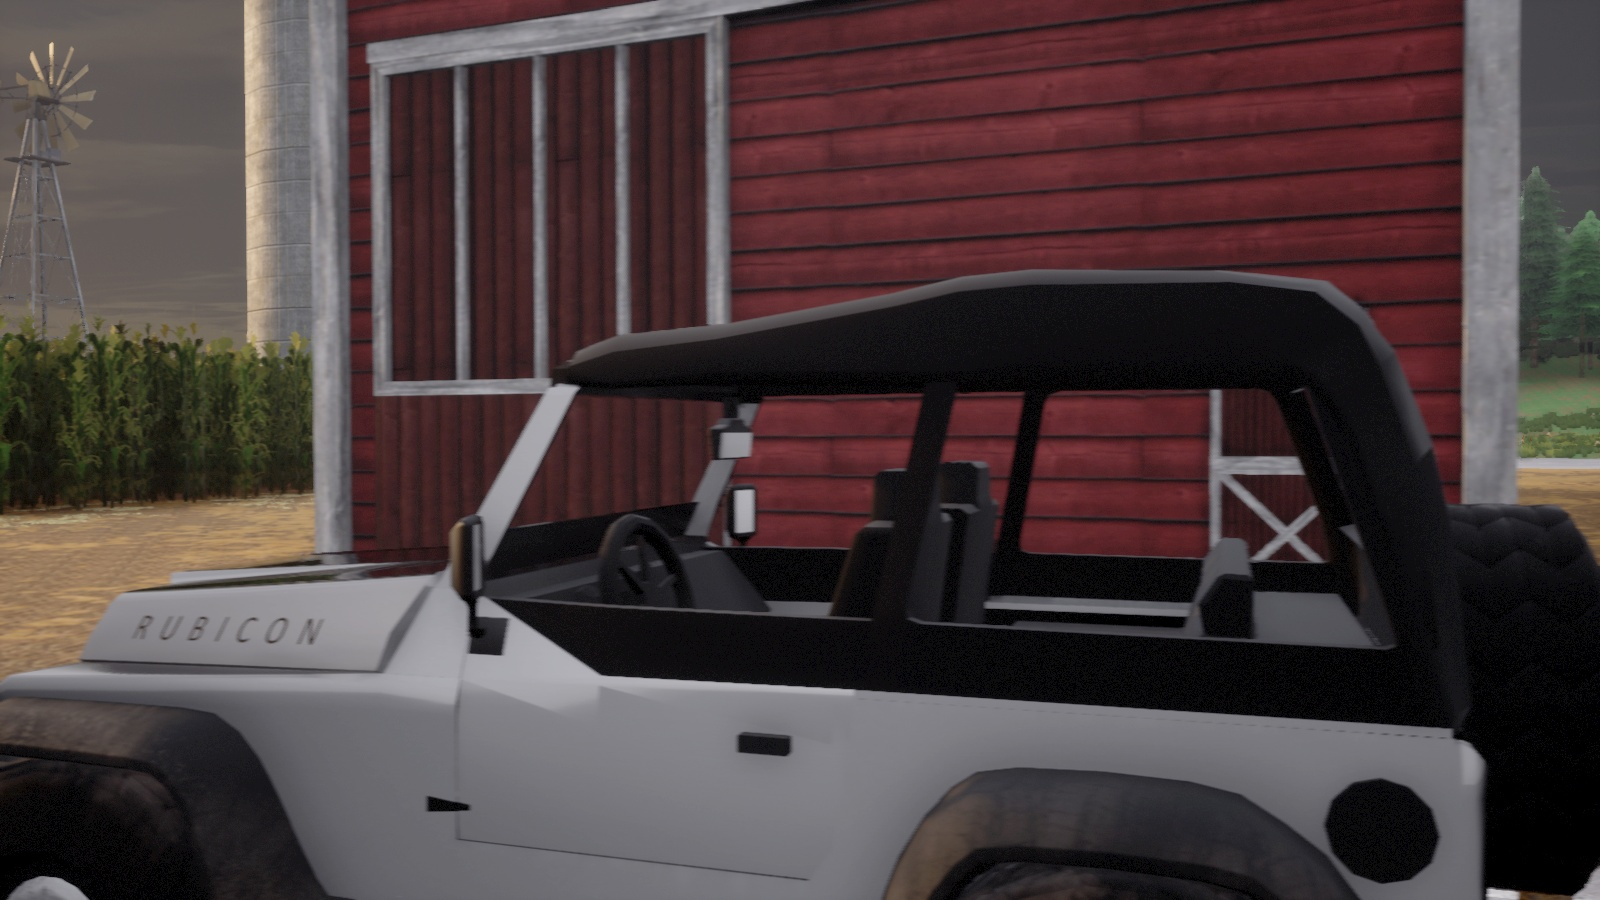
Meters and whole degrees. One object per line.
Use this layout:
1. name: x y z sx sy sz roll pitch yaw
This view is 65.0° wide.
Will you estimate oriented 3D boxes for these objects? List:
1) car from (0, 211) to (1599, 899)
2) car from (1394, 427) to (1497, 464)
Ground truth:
1. car: -0.226 0.569 3.267 3.866 1.878 1.905 1 1 19
2. car: 29.391 -0.222 57.288 3.988 1.617 1.851 1 1 22
